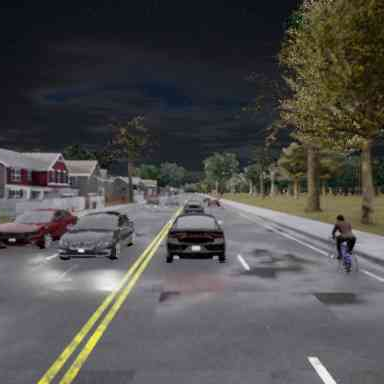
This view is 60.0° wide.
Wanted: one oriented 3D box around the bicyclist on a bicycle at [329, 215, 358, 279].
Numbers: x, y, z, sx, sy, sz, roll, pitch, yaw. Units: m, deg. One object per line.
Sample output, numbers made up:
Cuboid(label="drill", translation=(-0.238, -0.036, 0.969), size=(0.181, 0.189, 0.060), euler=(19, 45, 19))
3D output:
Cuboid(label="bicyclist on a bicycle", translation=(4.167, 1.463, 9.196), size=(0.582, 1.620, 1.656), euler=(0, 0, 0))

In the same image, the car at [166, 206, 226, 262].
Cuboid(label="car", translation=(0.126, 1.486, 12.151), size=(1.882, 1.535, 5.008), euler=(0, 0, 0))

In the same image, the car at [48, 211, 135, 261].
Cuboid(label="car", translation=(-3.326, 1.511, 12.434), size=(1.837, 1.490, 4.892), euler=(0, 0, 0))

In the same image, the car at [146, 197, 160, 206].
Cuboid(label="car", translation=(-6.432, 1.576, 55.284), size=(2.033, 1.411, 5.357), euler=(0, 0, 1))

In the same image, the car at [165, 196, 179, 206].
Cuboid(label="car", translation=(-3.193, 1.383, 53.932), size=(2.097, 1.767, 4.553), euler=(0, 0, 1))

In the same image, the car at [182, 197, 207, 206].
Cuboid(label="car", translation=(0.168, 1.528, 30.607), size=(1.837, 1.490, 4.892), euler=(0, 0, 0))

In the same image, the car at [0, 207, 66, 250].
Cuboid(label="car", translation=(-6.570, 1.482, 14.658), size=(1.882, 1.535, 5.008), euler=(0, 0, 0))

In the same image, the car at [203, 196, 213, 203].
Cuboid(label="car", translation=(3.411, 1.638, 72.755), size=(1.895, 1.301, 4.718), euler=(0, 0, 0))

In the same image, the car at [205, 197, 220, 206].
Cuboid(label="car", translation=(3.466, 1.563, 54.009), size=(1.812, 1.442, 4.674), euler=(0, 0, 0))
